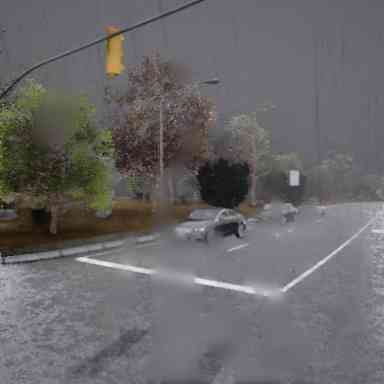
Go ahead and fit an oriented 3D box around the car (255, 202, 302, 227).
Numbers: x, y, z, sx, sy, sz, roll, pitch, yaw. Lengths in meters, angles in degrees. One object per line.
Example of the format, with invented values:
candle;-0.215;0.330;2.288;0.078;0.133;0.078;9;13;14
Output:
car;6.014;1.513;23.386;1.837;1.490;4.892;0;0;32

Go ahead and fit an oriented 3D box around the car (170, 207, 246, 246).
car;0.896;1.498;15.523;2.128;1.511;4.902;0;0;32

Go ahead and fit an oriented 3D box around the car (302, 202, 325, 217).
car;11.298;1.631;31.753;1.895;1.301;4.718;0;0;32
